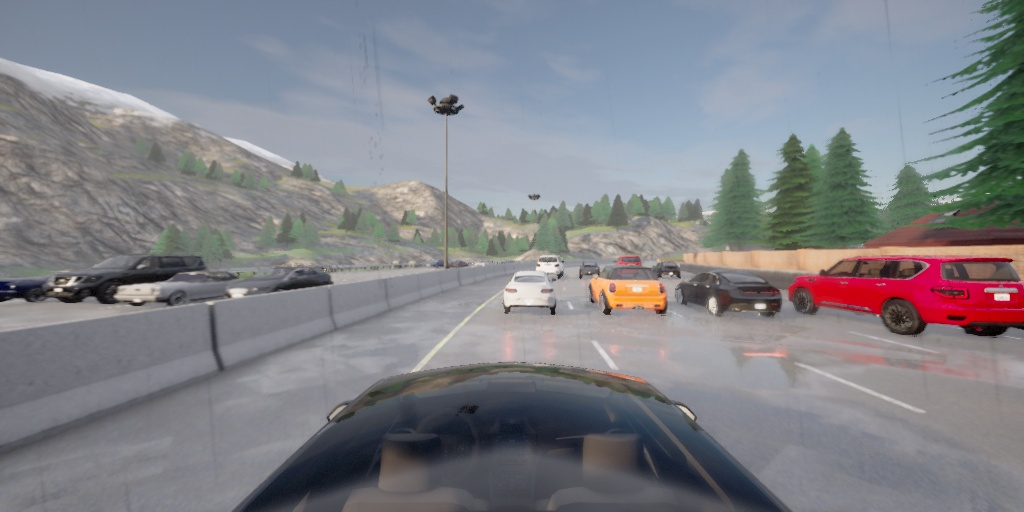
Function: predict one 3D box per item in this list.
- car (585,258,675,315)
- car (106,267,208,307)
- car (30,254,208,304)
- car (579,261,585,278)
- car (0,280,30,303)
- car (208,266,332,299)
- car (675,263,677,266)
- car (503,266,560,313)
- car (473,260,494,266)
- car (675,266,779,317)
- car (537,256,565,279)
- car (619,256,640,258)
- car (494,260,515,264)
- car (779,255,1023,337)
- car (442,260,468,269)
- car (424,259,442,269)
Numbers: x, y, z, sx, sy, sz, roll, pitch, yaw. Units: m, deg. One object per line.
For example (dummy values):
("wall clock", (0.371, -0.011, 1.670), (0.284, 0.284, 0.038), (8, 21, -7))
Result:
("car", (4.249, 1.111, 13.783), (2.097, 1.767, 4.553), (0, 0, 5))
("car", (-13.417, 1.314, 15.212), (1.895, 1.301, 4.718), (0, 0, 5))
("car", (-16.832, 0.926, 16.241), (2.150, 2.045, 5.566), (0, 0, 5))
("car", (7.335, 1.256, 33.826), (2.128, 1.511, 4.902), (0, 0, 12))
("car", (-20.328, 1.296, 16.427), (1.895, 1.301, 4.718), (0, 0, 5))
("car", (-9.843, 1.214, 15.564), (2.128, 1.511, 4.902), (0, 0, 5))
("car", (14.506, 1.288, 33.840), (1.837, 1.490, 4.892), (0, 0, 13))
("car", (0.734, 1.276, 13.841), (1.812, 1.442, 4.674), (0, 0, 5))
("car", (-4.415, 1.332, 56.954), (1.895, 1.301, 4.718), (0, 0, 19))
("car", (7.695, 1.273, 13.236), (1.837, 1.490, 4.892), (0, 0, 5))
("car", (3.589, 0.976, 33.206), (2.150, 2.045, 5.566), (0, 0, 12))
("car", (10.723, 0.995, 33.088), (2.150, 2.045, 5.566), (0, 0, 12))
("car", (-0.730, 1.304, 56.795), (1.994, 1.385, 4.181), (0, 0, 20))
("car", (10.971, 0.999, 10.579), (2.150, 2.045, 5.566), (0, 0, 4))
("car", (-8.526, 1.284, 55.642), (1.994, 1.385, 4.181), (0, 0, 19))
("car", (-11.970, 1.237, 56.391), (1.812, 1.442, 4.674), (0, 0, 19))
